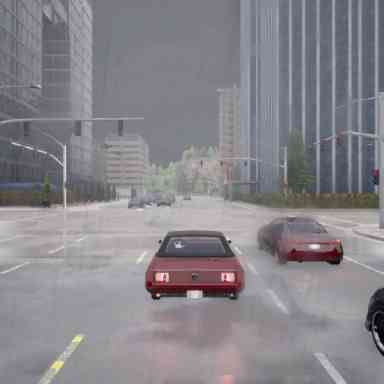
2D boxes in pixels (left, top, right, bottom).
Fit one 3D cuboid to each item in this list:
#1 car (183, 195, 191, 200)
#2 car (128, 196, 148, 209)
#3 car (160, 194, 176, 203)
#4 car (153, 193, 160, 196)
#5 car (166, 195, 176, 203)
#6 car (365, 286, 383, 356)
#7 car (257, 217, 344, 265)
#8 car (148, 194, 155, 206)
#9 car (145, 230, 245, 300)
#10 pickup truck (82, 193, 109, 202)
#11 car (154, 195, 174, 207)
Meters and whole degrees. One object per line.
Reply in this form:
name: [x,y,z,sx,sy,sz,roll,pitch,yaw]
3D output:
car: [-1.257,1.552,88.631,1.994,1.385,4.181,0,0,-1]
car: [-7.747,1.505,46.695,1.837,1.490,4.892,0,0,-1]
car: [-4.441,1.505,62.211,1.837,1.490,4.892,0,0,-1]
car: [-7.968,1.491,66.156,2.128,1.511,4.902,0,0,0]
car: [-4.529,1.525,72.509,2.128,1.511,4.902,0,0,-1]
car: [3.610,1.564,3.304,1.994,1.385,4.181,0,0,-1]
car: [3.582,1.564,11.715,1.994,1.385,4.181,0,0,0]
car: [-7.876,1.505,56.068,1.837,1.490,4.892,0,0,-1]
car: [0.074,1.601,8.358,1.895,1.301,4.718,0,0,0]
pickup truck: [-21.165,1.058,73.415,2.390,2.098,6.274,0,0,30]
car: [-4.315,1.564,52.021,1.994,1.385,4.181,0,0,-1]
